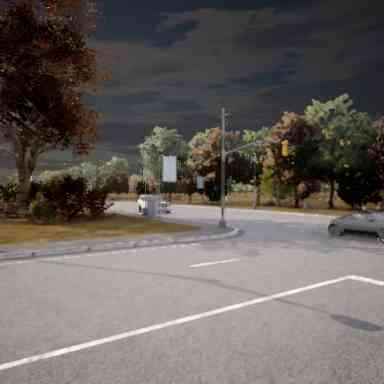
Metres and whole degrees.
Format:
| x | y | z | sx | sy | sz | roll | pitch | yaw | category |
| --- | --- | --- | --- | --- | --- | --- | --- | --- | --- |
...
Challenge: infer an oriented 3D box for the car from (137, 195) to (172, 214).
| x | y | z | sx | sy | sz | roll | pitch | yaw | category |
| --- | --- | --- | --- | --- | --- | --- | --- | --- | --- |
| -4.324 | 1.394 | 37.847 | 2.150 | 2.045 | 5.566 | 1 | 1 | -32 | car |

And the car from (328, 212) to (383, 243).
| x | y | z | sx | sy | sz | roll | pitch | yaw | category |
| --- | --- | --- | --- | --- | --- | --- | --- | --- | --- |
| 9.037 | 1.712 | 16.699 | 1.994 | 1.385 | 4.181 | 1 | 0 | -32 | car |
